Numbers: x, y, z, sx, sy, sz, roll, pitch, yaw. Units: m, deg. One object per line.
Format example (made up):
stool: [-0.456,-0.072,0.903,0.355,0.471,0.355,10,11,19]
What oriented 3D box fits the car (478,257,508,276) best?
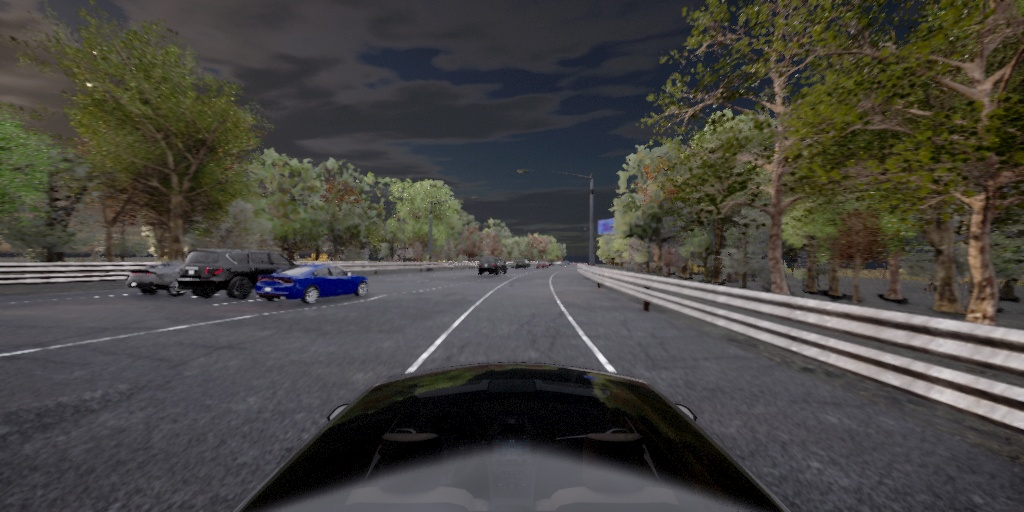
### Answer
car: [-2.103,1.165,40.376,2.150,2.045,5.566,0,-1,14]

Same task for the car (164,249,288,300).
car: [-11.620,0.759,16.310,2.150,2.045,5.566,0,-1,14]

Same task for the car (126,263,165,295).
car: [-15.019,1.003,17.158,2.128,1.511,4.902,0,-1,14]

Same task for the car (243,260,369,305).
car: [-8.235,1.097,15.384,1.882,1.535,5.008,2,0,14]
